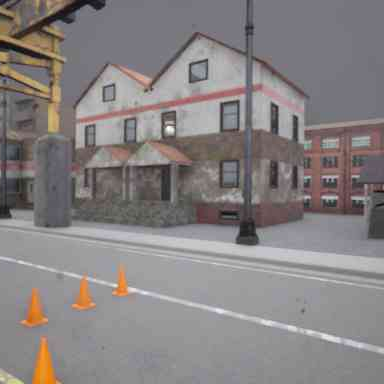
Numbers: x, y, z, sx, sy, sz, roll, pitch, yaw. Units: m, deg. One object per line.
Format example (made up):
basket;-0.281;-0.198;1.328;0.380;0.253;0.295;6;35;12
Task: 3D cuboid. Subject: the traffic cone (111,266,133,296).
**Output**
traffic cone;-1.547;1.950;7.373;0.340;0.580;0.340;0;0;36

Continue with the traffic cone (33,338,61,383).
traffic cone;-1.680;1.952;3.770;0.340;0.580;0.340;0;0;36

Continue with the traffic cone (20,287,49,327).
traffic cone;-2.717;1.950;5.751;0.340;0.580;0.340;0;0;36

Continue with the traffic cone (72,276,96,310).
traffic cone;-2.132;1.950;6.562;0.340;0.580;0.340;0;0;36
